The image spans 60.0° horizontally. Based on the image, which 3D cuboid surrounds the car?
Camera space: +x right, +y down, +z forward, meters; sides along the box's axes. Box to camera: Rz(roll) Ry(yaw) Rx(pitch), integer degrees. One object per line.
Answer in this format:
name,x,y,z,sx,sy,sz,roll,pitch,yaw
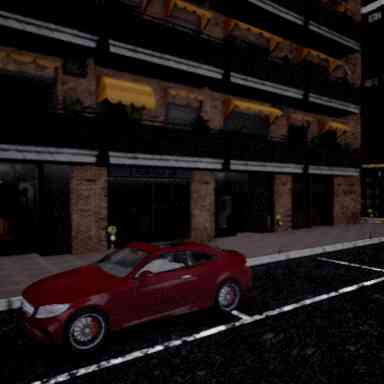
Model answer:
car,-0.737,1.547,6.001,4.206,1.307,1.802,0,1,-35
